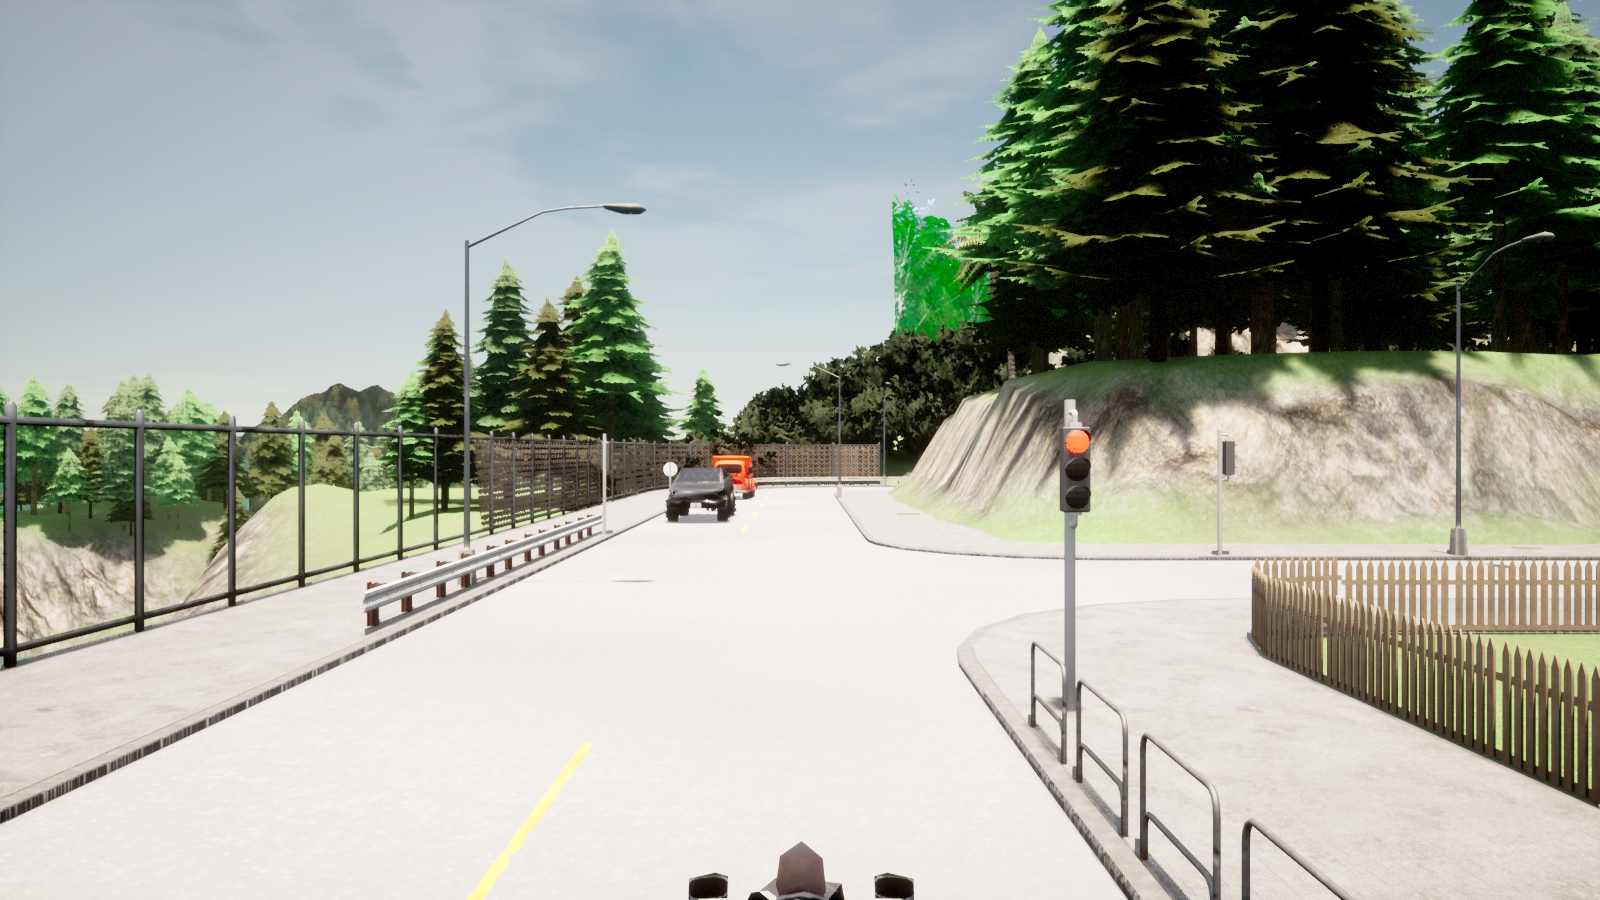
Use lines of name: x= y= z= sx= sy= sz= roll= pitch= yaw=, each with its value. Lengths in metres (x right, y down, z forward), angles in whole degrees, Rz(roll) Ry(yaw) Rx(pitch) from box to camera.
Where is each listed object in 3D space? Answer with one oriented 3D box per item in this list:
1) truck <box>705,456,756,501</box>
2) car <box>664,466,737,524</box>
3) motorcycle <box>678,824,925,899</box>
truck: x=-3.939 y=1.568 z=65.779 sx=2.627 sy=2.467 sz=5.204 roll=0 pitch=0 yaw=0
car: x=-3.949 y=1.753 z=46.485 sx=2.390 sy=2.098 sz=6.274 roll=0 pitch=0 yaw=0
motorcycle: x=0.004 y=2.205 z=3.723 sx=0.867 sy=1.251 sz=2.209 roll=0 pitch=0 yaw=0
